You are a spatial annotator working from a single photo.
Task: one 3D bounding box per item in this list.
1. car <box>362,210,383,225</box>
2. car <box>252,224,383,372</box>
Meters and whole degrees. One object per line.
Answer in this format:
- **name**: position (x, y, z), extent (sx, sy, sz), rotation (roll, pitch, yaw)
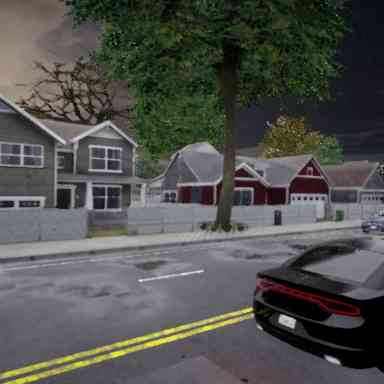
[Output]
- **car**: position (12.209, 1.771, 20.234), extent (4.674, 1.442, 1.812), rotation (1, 0, -35)
- **car**: position (3.247, 1.544, 5.719), extent (5.008, 1.535, 1.882), rotation (1, 0, -35)
